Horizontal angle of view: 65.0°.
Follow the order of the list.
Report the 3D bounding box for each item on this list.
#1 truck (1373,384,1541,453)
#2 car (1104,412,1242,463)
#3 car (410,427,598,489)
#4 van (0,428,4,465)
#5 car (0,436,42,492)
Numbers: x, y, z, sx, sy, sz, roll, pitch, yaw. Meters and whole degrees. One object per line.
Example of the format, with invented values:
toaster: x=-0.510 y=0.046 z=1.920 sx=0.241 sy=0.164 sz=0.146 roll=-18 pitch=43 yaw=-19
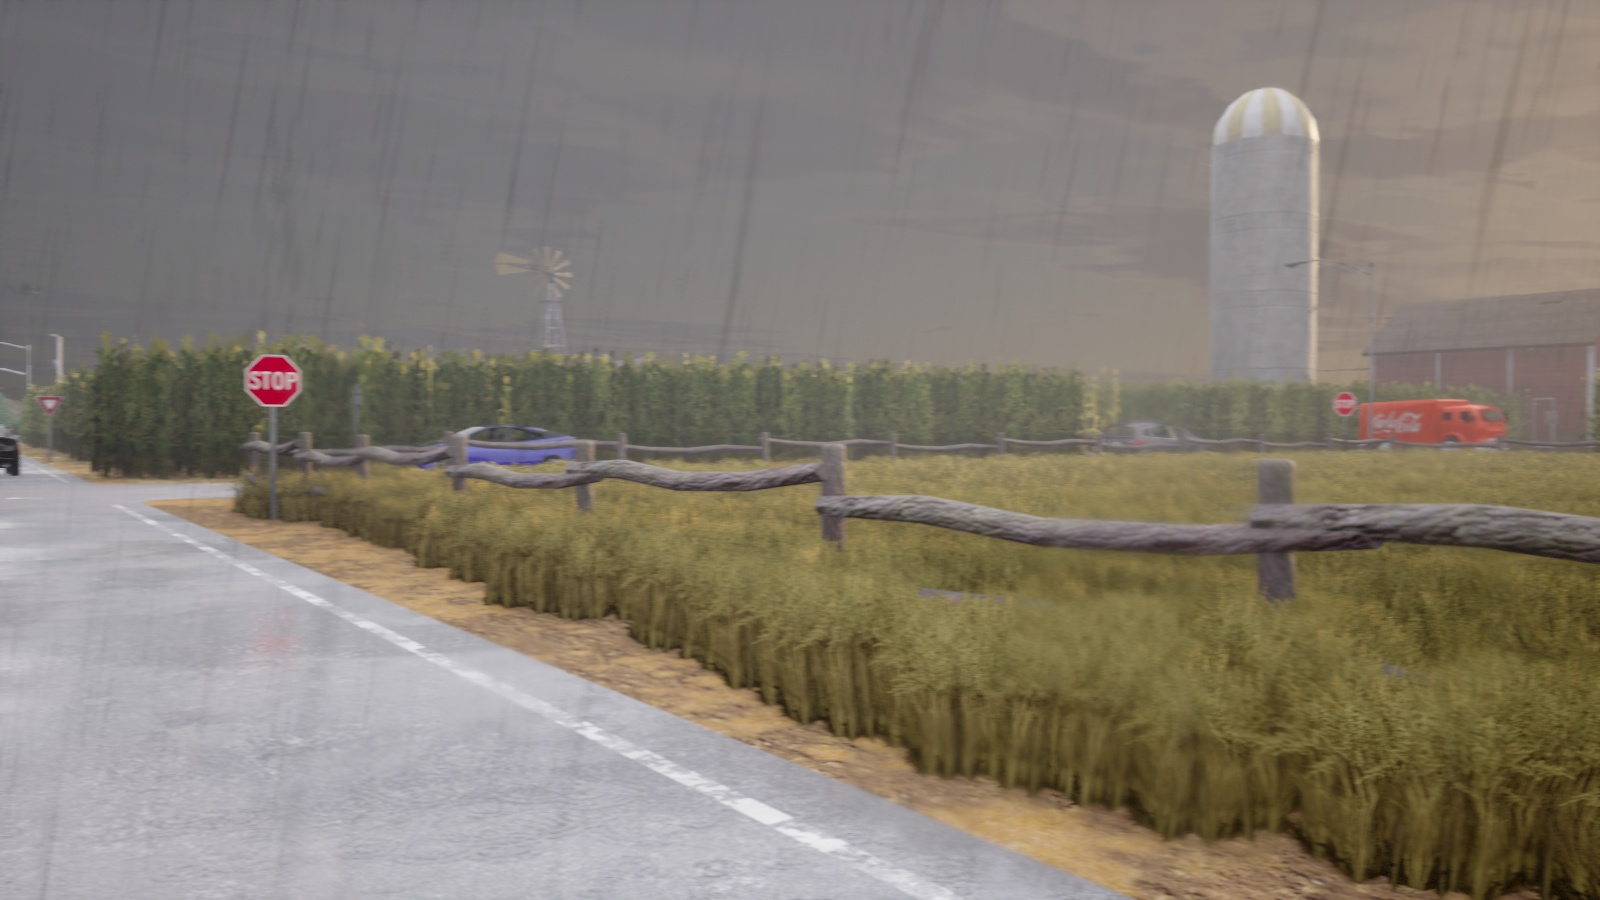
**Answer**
truck: x=25.617 y=-1.203 z=49.165 sx=2.627 sy=2.467 sz=5.204 roll=-2 pitch=0 yaw=-28
car: x=13.184 y=-0.463 z=44.309 sx=4.611 sy=1.667 sz=2.242 roll=-2 pitch=2 yaw=-34
car: x=-7.973 y=0.177 z=33.990 sx=4.514 sy=1.525 sz=2.007 roll=-1 pitch=1 yaw=-34
van: x=-45.972 y=-0.191 z=70.455 sx=2.069 sy=2.038 sz=4.480 roll=-1 pitch=1 yaw=-34
car: x=-23.237 y=0.367 z=36.406 sx=1.882 sy=1.535 sz=5.008 roll=-1 pitch=1 yaw=-34
